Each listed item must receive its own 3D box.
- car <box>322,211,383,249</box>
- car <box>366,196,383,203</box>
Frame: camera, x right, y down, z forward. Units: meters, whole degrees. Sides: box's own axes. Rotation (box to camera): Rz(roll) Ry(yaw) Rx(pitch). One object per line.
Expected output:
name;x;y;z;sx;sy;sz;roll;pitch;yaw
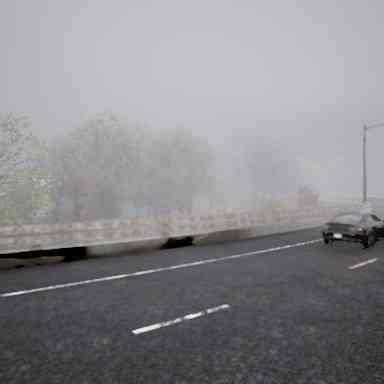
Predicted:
car;7.477;1.583;14.869;4.674;1.442;1.812;0;0;-44
car;38.404;1.653;71.423;2.128;1.511;4.902;0;0;9
